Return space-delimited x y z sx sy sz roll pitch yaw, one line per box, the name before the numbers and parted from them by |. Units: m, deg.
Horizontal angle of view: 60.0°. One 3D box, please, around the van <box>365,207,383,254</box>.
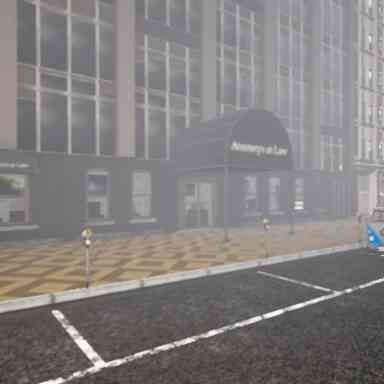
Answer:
van | 8.086 1.394 12.341 3.998 1.788 1.690 0 0 -36
